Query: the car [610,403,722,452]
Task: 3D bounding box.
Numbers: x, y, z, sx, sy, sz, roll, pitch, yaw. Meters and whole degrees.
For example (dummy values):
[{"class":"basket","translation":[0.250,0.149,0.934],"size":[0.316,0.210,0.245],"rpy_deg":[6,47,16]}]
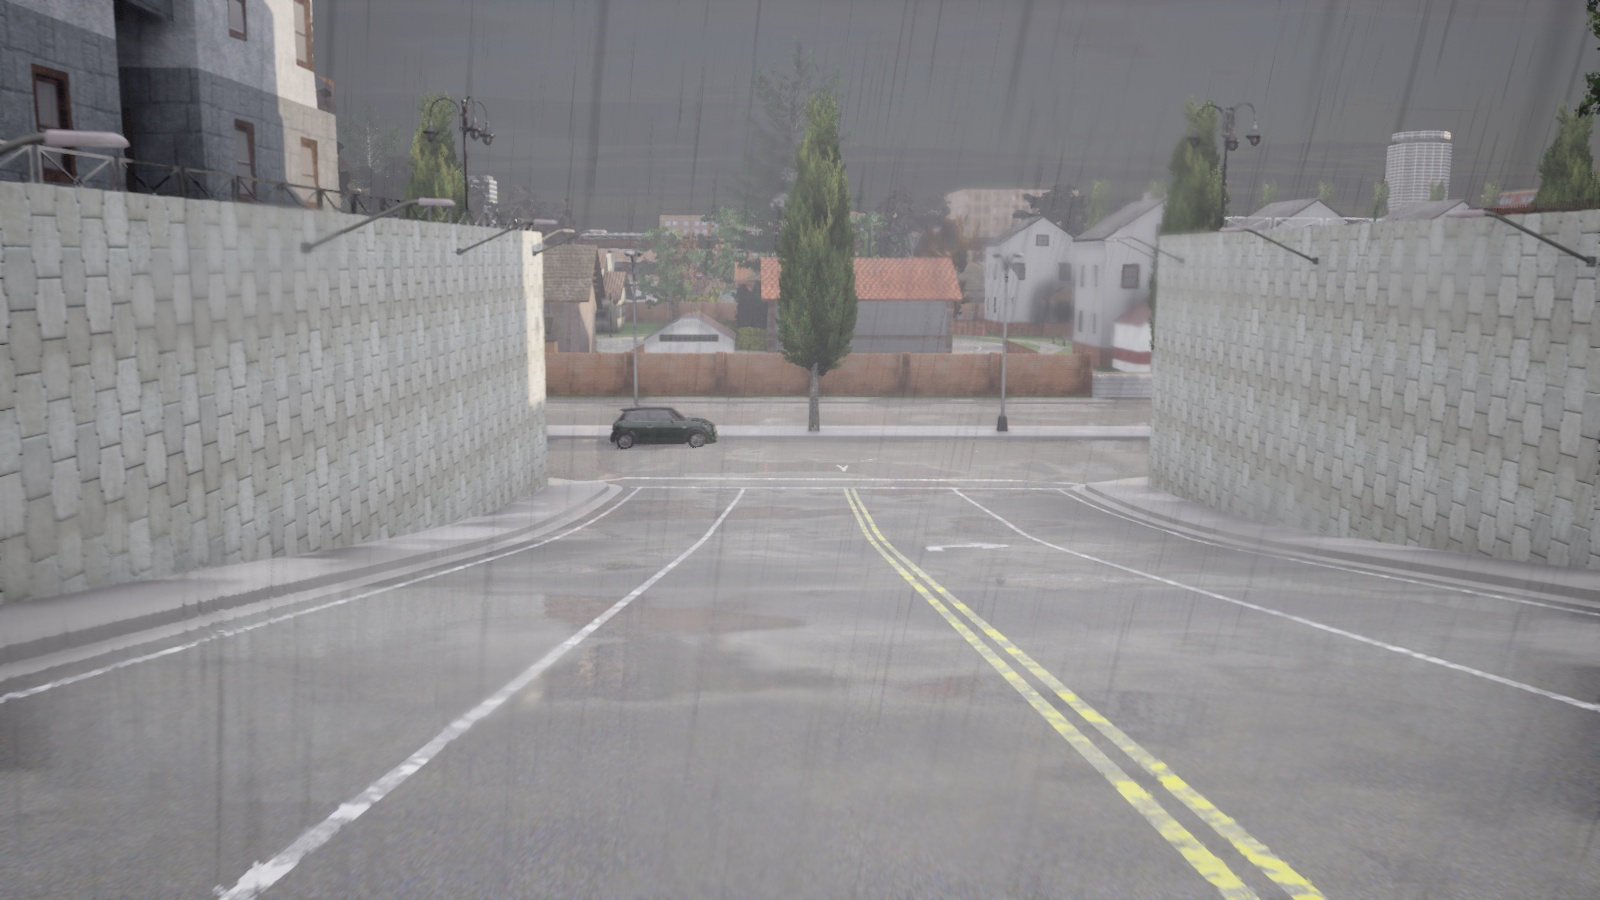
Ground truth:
[{"class":"car","translation":[-5.691,-1.002,53.936],"size":[4.553,1.767,2.097],"rpy_deg":[-1,8,-1]}]
